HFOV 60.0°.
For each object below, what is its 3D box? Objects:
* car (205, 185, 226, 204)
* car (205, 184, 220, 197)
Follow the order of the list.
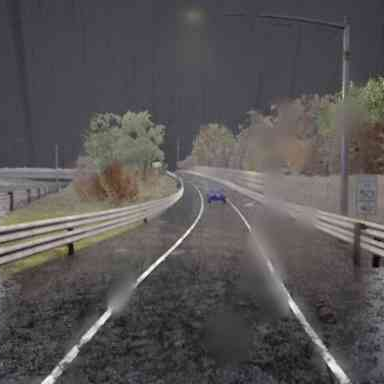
[{"bbox_3d":[3.100,0.318,42.194,2.150,2.045,5.566,1,3,1],"label":"car"},{"bbox_3d":[3.212,-0.285,52.796,2.097,1.767,4.553,0,4,-1],"label":"car"}]
